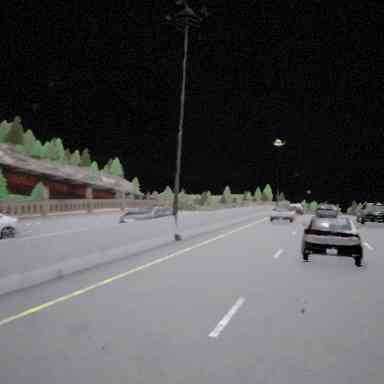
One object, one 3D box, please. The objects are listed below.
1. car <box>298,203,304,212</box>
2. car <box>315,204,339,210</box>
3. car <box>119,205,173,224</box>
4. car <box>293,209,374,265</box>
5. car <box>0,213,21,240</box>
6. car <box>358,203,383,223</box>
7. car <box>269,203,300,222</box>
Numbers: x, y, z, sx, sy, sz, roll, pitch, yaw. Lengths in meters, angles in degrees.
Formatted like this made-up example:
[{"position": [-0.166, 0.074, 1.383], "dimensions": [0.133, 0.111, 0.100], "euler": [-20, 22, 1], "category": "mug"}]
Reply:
[{"position": [12.698, 2.088, 40.825], "dimensions": [1.812, 1.442, 4.674], "euler": [1, -2, 22], "category": "car"}, {"position": [12.538, 1.871, 30.944], "dimensions": [2.128, 1.511, 4.902], "euler": [1, 0, 22], "category": "car"}, {"position": [-2.768, 1.596, 21.394], "dimensions": [2.128, 1.511, 4.902], "euler": [1, 0, 22], "category": "car"}, {"position": [5.198, 1.645, 12.471], "dimensions": [2.128, 1.511, 4.902], "euler": [1, 0, 22], "category": "car"}, {"position": [-9.489, 1.488, 13.961], "dimensions": [1.812, 1.442, 4.674], "euler": [1, 0, 22], "category": "car"}, {"position": [14.877, 1.739, 27.350], "dimensions": [2.097, 1.767, 4.553], "euler": [1, 0, 22], "category": "car"}, {"position": [8.068, 1.907, 29.175], "dimensions": [1.895, 1.301, 4.718], "euler": [1, 0, 22], "category": "car"}]
